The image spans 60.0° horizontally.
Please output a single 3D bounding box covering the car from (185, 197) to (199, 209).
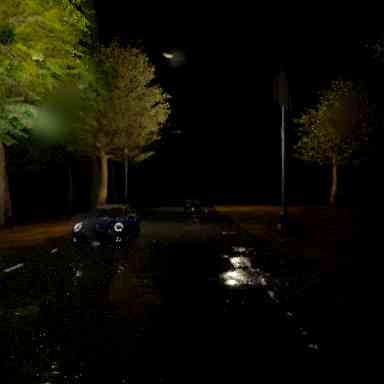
[{"bbox_3d":[0.019,1.547,47.489,1.882,1.535,5.008,0,0,0],"label":"car"}]

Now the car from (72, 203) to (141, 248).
[{"bbox_3d":[-3.591,1.346,14.632,2.097,1.767,4.553,0,0,0],"label":"car"}]

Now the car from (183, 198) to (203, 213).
[{"bbox_3d":[0.112,1.546,36.971,1.837,1.490,4.892,0,0,0],"label":"car"}]
